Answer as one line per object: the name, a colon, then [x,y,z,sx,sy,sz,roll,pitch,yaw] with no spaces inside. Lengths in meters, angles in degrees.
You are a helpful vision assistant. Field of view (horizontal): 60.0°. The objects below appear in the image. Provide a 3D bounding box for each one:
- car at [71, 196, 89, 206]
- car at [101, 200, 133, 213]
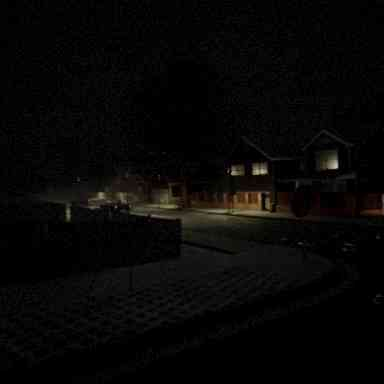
car: [-16.764,1.370,49.471,1.882,1.535,5.008,-4,2,-29]
car: [-7.708,1.464,33.859,1.895,1.301,4.718,-4,2,-31]
